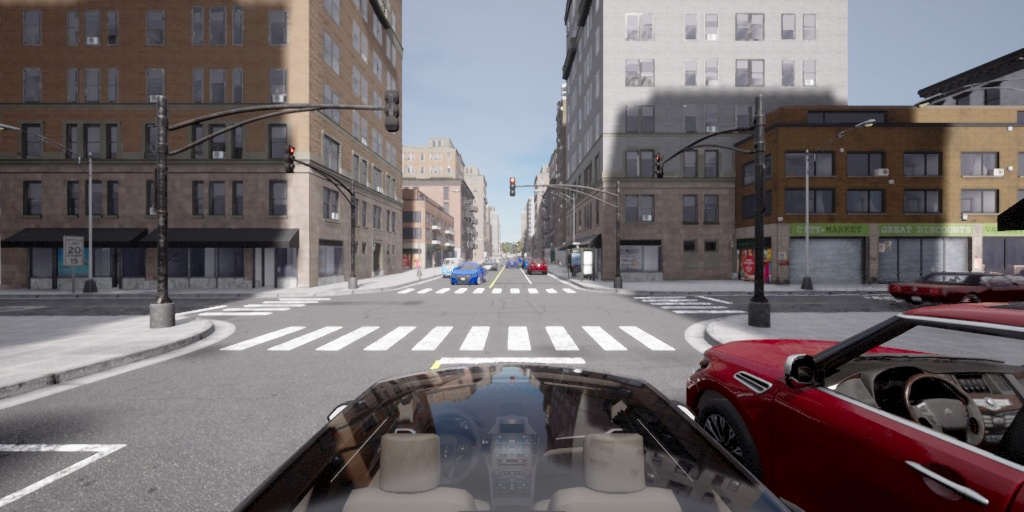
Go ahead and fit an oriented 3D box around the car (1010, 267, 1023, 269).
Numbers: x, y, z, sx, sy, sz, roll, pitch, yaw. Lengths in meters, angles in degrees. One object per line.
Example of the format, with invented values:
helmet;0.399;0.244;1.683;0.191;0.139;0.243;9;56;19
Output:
car;23.797;1.186;16.178;5.357;1.411;2.033;0;0;0

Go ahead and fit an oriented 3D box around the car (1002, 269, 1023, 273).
car;17.048;1.270;13.175;4.718;1.301;1.895;0;0;-1

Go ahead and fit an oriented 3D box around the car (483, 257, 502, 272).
car;-2.842;1.232;46.665;2.128;1.511;4.902;0;0;0

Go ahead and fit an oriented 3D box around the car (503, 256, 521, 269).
car;0.048;1.090;57.998;2.097;1.767;4.553;0;0;1

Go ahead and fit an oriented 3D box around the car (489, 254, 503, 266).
car;-2.751;0.616;62.601;2.150;2.045;5.566;0;0;0

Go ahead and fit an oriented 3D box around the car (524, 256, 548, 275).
car;2.704;1.058;38.661;2.192;1.841;5.009;0;0;0

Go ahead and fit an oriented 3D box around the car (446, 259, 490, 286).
car;-3.000;1.224;25.667;1.882;1.535;5.008;0;0;4

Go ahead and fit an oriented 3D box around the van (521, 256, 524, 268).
van;2.689;1.080;54.880;1.690;1.789;3.998;0;0;0

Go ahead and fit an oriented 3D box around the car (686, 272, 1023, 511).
car;2.637;1.065;1.290;2.192;1.841;5.009;0;0;0

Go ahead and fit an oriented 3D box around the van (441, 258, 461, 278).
van;-5.408;1.085;33.253;1.690;1.789;3.998;0;0;0
